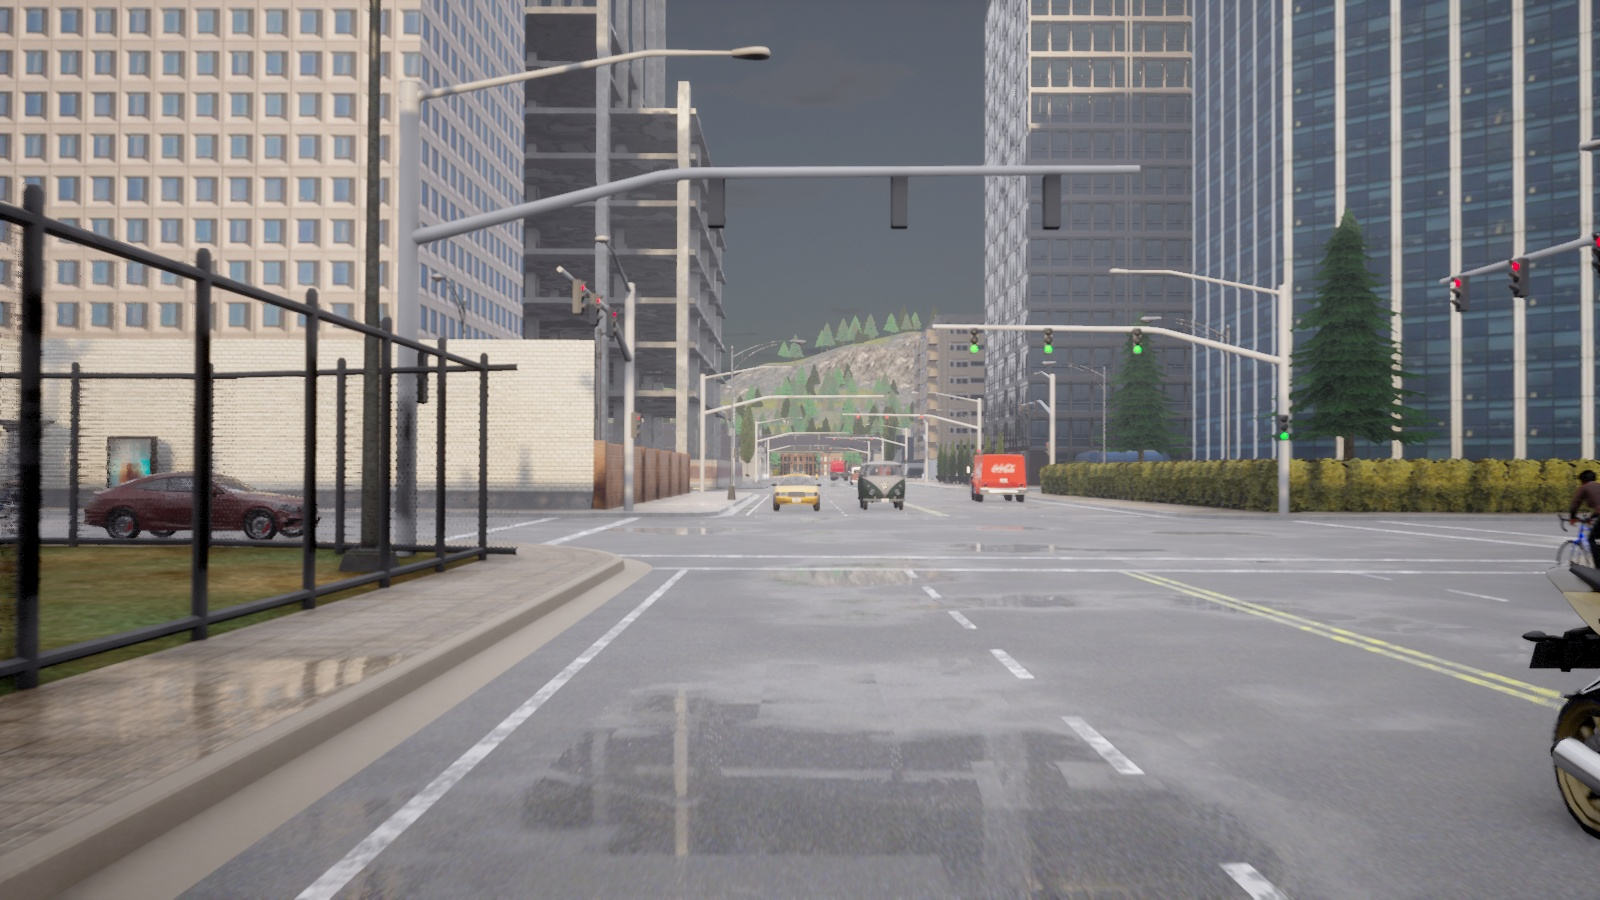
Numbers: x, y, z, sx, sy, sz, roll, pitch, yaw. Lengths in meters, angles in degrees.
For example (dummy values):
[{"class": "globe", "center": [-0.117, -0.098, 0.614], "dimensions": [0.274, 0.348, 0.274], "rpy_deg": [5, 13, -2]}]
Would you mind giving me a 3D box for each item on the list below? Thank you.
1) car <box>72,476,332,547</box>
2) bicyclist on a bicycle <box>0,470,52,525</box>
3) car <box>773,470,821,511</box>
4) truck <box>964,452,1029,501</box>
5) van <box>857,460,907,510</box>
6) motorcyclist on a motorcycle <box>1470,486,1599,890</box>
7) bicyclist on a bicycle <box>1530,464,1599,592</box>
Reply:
[{"class": "car", "center": [-12.664, 1.284, 26.792], "dimensions": [4.674, 1.442, 1.812], "rpy_deg": [0, -1, 0]}, {"class": "bicyclist on a bicycle", "center": [-23.217, 1.413, 37.284], "dimensions": [1.509, 1.612, 0.866], "rpy_deg": [0, -1, 0]}, {"class": "car", "center": [-0.123, 1.603, 50.714], "dimensions": [1.801, 1.575, 5.366], "rpy_deg": [0, -1, 0]}, {"class": "truck", "center": [10.337, 1.399, 66.454], "dimensions": [2.627, 2.467, 5.204], "rpy_deg": [0, -1, 0]}, {"class": "van", "center": [3.372, 1.428, 52.211], "dimensions": [1.775, 1.987, 4.442], "rpy_deg": [0, -1, 0]}, {"class": "motorcyclist on a motorcycle", "center": [3.489, 0.913, 4.609], "dimensions": [0.866, 1.530, 2.191], "rpy_deg": [0, -1, 0]}, {"class": "bicyclist on a bicycle", "center": [10.461, 1.004, 16.634], "dimensions": [0.582, 1.620, 1.656], "rpy_deg": [0, -1, 0]}]
